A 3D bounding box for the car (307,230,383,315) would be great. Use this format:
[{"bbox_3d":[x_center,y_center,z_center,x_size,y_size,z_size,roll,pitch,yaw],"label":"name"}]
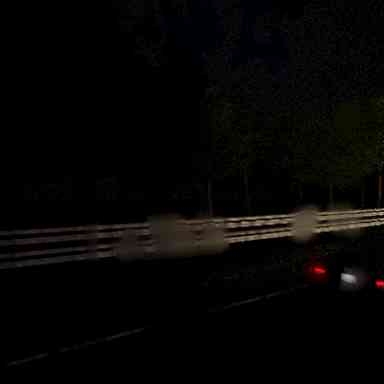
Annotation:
[{"bbox_3d":[4.783,1.548,7.230,5.357,1.411,2.033,0,0,-35],"label":"car"}]
